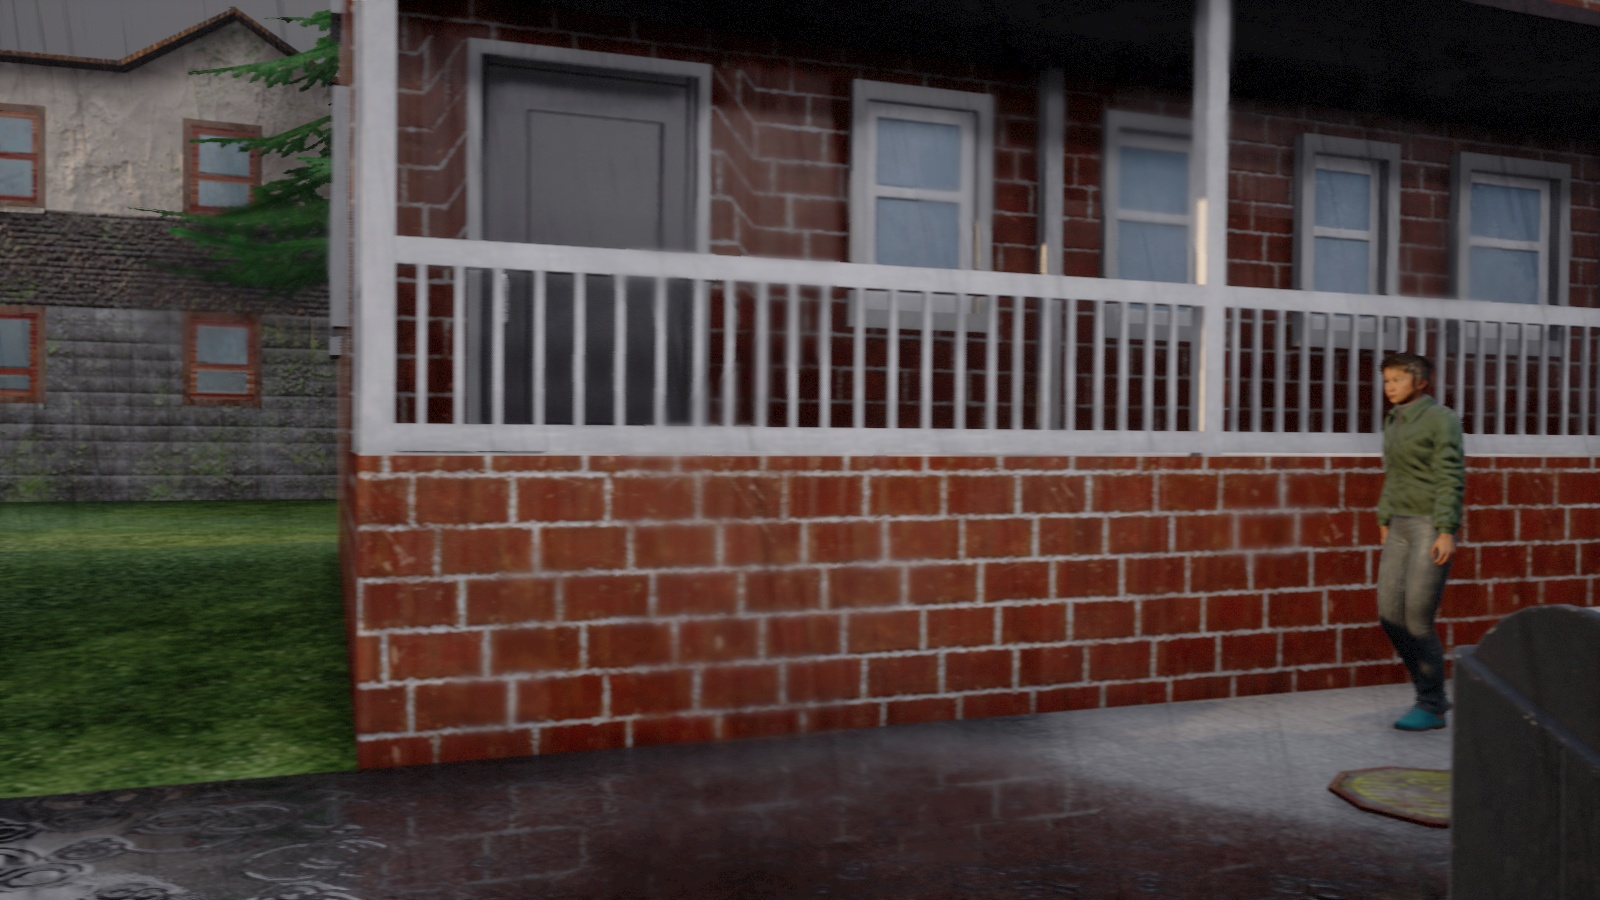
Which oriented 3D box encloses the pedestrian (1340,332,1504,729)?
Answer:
[{"bbox_3d":[2.994,0.369,6.062,0.614,1.847,0.353,-1,1,-9],"label":"pedestrian"}]
